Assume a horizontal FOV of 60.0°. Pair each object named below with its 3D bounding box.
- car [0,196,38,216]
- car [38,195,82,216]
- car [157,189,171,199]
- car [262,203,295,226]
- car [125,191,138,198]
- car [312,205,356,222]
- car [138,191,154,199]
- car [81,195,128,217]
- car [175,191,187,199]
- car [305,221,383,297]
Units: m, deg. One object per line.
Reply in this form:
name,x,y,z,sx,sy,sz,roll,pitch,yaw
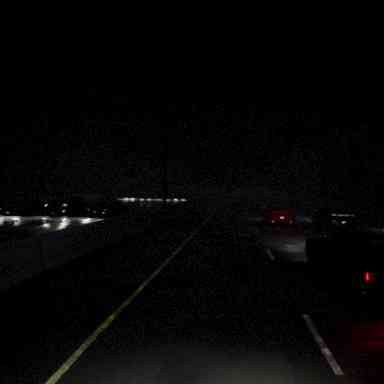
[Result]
car,-14.447,1.254,29.324,2.033,1.411,5.357,1,1,7
car,-10.943,1.117,29.091,2.097,1.767,4.553,1,1,7
car,-5.746,0.347,69.282,2.150,2.045,5.566,1,2,7
car,6.324,1.556,24.654,1.882,1.535,5.008,1,0,7
car,-12.691,0.555,70.199,1.994,1.385,4.181,1,2,7
car,9.614,1.637,22.788,2.128,1.511,4.902,1,0,7
car,-9.271,0.597,69.346,1.812,1.442,4.674,1,2,7
car,-7.448,1.327,28.864,1.837,1.490,4.892,1,1,7
car,-2.274,0.681,68.879,1.837,1.490,4.892,1,2,7
car,4.341,1.713,8.718,1.895,1.301,4.718,1,0,7
